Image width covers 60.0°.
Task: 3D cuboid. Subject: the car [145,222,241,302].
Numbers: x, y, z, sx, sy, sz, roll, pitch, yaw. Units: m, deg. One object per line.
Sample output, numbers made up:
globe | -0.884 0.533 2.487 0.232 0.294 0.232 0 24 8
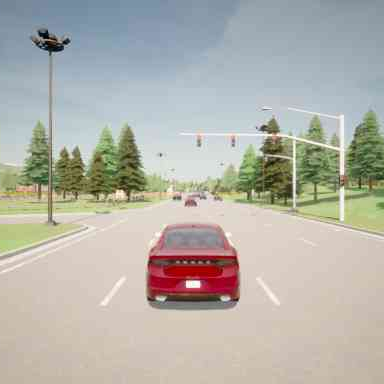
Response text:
car | 0.031 1.478 8.353 1.882 1.535 5.008 0 0 0

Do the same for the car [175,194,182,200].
car | -3.859 1.310 93.974 1.882 1.535 5.008 0 0 0

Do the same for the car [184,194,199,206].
car | -0.201 1.526 52.955 1.812 1.442 4.674 0 0 0

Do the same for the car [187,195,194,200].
car | -0.359 1.428 94.018 1.895 1.301 4.718 0 0 0

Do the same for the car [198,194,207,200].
car | 3.139 1.524 94.414 1.812 1.442 4.674 0 0 0

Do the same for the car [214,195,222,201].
car | 6.670 1.522 86.511 2.128 1.511 4.902 0 0 0

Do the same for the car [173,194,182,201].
car | -3.819 1.469 83.554 1.882 1.535 5.008 0 0 0
